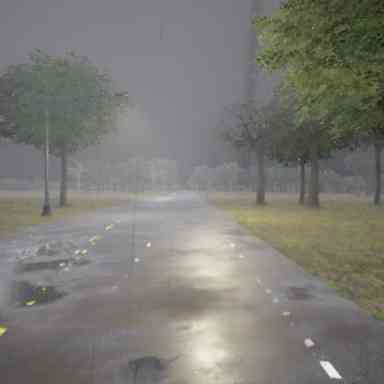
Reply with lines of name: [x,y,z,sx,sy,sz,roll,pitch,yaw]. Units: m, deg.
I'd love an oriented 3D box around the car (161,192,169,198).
car: [-7.559,0.751,92.766,1.837,1.490,4.892,0,1,-1]
